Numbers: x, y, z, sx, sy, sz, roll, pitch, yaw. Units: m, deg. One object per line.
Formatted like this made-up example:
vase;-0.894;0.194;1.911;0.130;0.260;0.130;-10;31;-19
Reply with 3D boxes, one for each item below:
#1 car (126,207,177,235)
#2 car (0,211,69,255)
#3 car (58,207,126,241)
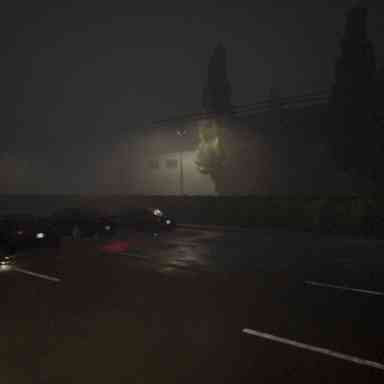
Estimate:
car;-2.887;1.561;18.885;4.181;1.385;1.994;0;0;36
car;-7.166;1.560;13.339;4.181;1.385;1.994;0;0;36
car;-5.864;1.473;16.716;5.008;1.535;1.882;0;0;36
